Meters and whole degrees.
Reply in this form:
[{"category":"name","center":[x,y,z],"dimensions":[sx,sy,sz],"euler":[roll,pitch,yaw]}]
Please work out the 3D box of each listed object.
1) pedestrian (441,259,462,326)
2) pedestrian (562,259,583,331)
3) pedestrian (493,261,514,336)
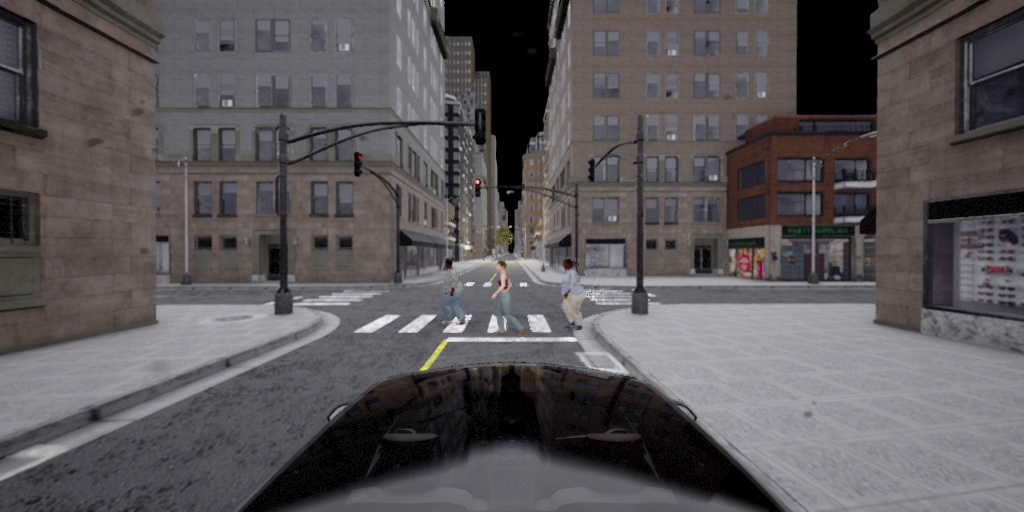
[{"category":"pedestrian","center":[-1.647,0.961,9.736],"dimensions":[0.375,1.860,0.375],"euler":[0,0,0]},{"category":"pedestrian","center":[1.530,0.967,9.139],"dimensions":[0.375,1.860,0.375],"euler":[0,0,0]},{"category":"pedestrian","center":[-0.200,0.973,8.537],"dimensions":[0.375,1.860,0.375],"euler":[0,0,0]}]
